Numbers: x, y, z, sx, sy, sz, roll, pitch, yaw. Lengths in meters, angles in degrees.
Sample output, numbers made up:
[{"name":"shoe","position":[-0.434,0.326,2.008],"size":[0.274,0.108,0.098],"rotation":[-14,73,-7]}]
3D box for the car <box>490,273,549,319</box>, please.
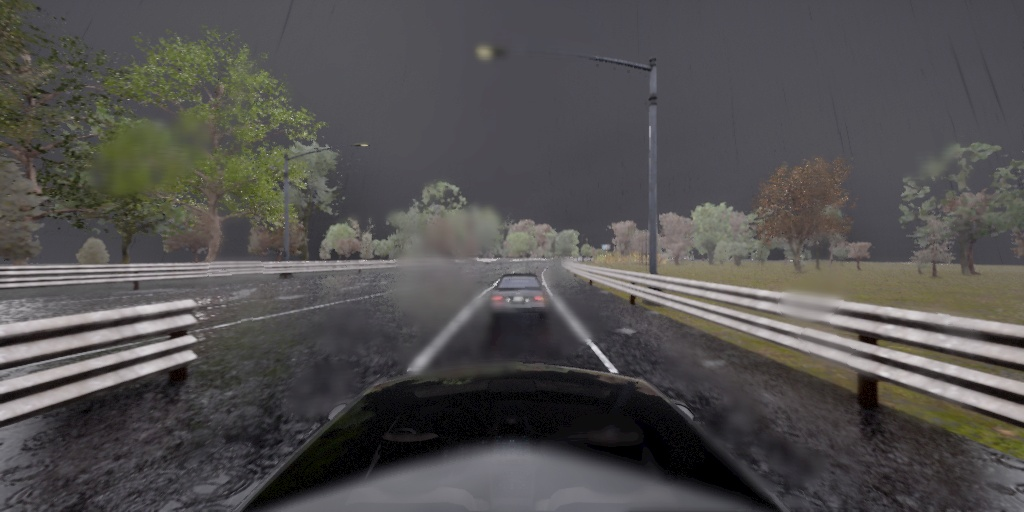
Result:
[{"name":"car","position":[0.278,1.312,12.800],"size":[2.033,1.411,5.357],"rotation":[0,0,2]}]
